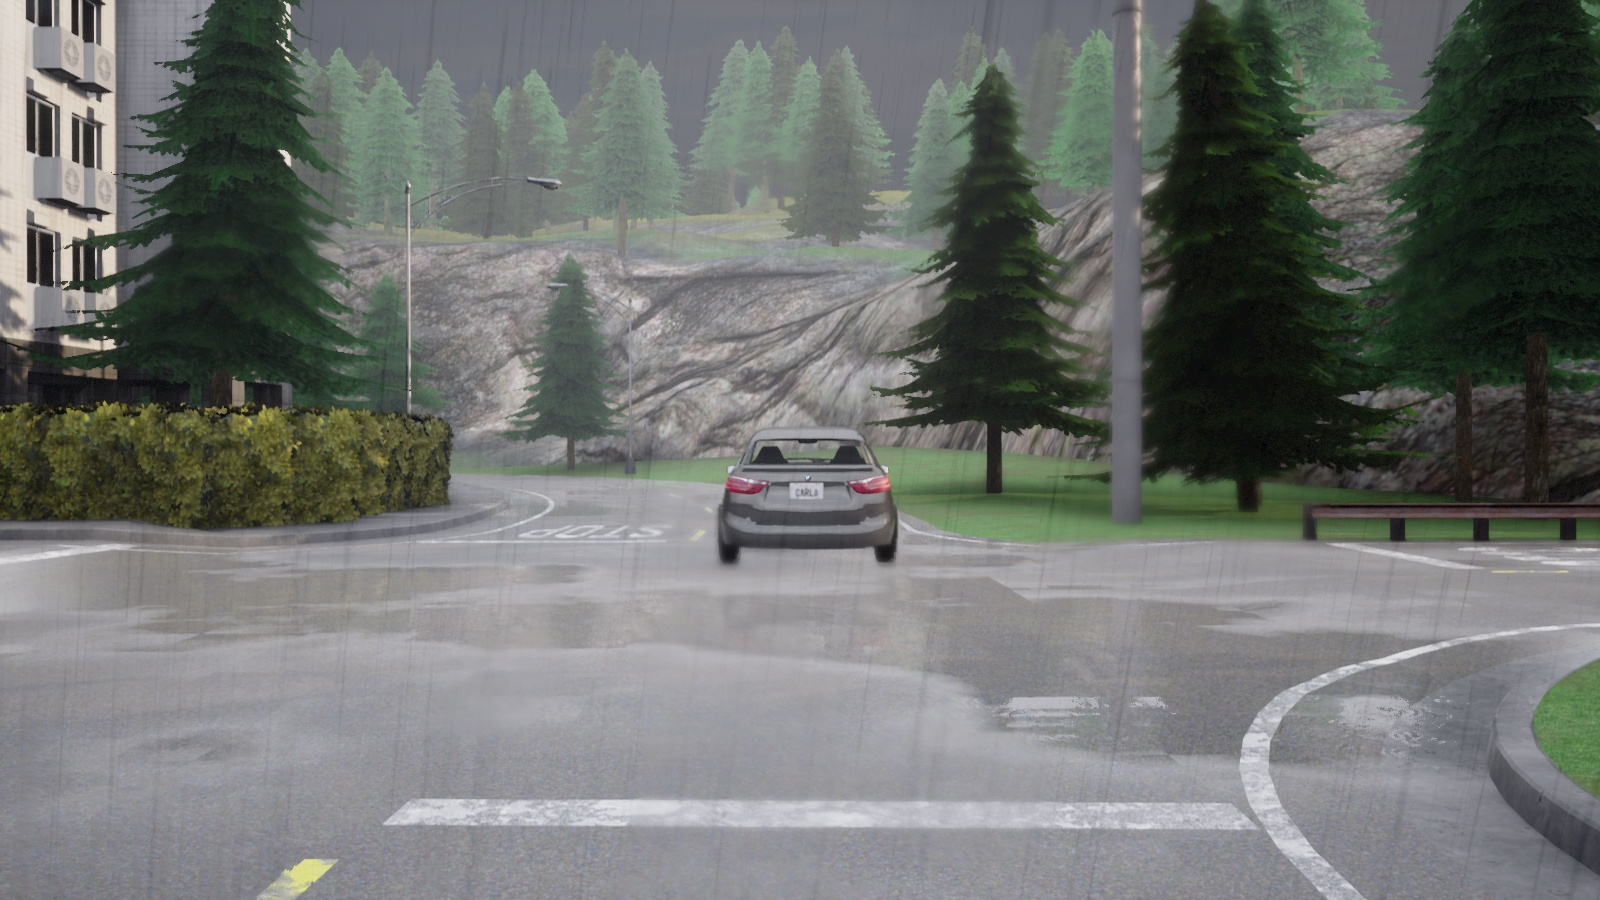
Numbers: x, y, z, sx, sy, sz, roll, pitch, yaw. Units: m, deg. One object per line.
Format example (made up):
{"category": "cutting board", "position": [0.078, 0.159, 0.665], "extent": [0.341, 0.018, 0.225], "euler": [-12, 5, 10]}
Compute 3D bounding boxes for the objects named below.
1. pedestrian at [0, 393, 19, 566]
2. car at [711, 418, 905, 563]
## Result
{"category": "pedestrian", "position": [-8.871, 0.316, 13.302], "extent": [0.634, 1.844, 0.899], "euler": [0, 0, 0]}
{"category": "car", "position": [0.105, 0.469, 16.794], "extent": [2.242, 1.667, 4.611], "euler": [0, 0, 0]}
